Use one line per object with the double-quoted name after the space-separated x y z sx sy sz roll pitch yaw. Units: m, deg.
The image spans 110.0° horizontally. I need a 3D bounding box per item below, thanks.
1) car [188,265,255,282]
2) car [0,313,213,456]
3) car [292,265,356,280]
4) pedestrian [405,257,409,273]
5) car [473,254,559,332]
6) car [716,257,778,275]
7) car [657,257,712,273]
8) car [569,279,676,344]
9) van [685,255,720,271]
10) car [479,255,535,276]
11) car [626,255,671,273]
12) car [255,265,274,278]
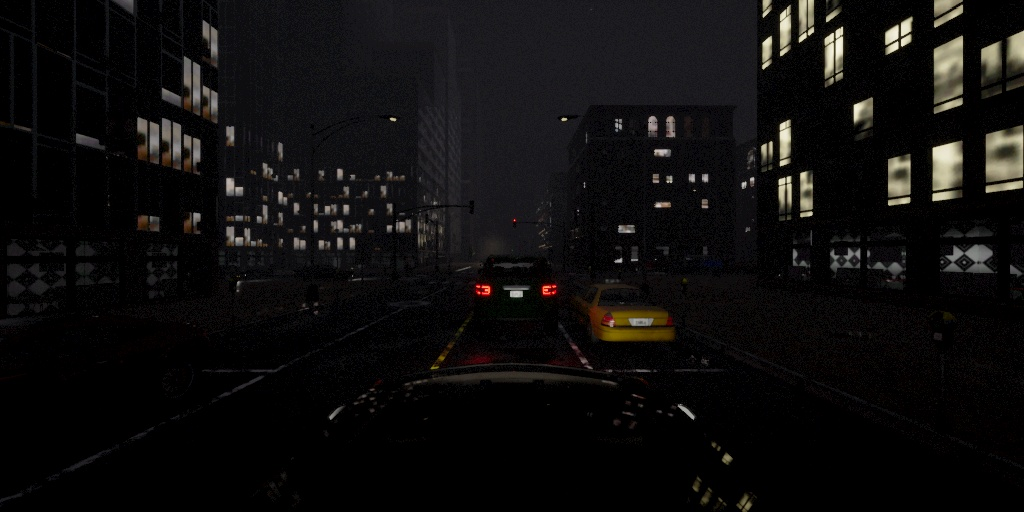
-27.521 1.602 33.694 4.892 1.490 1.837 -1 0 -1 "car"
-5.316 1.332 3.695 1.802 1.307 4.207 0 0 0 "car"
-17.707 1.514 33.824 5.357 1.411 2.033 -1 0 -1 "car"
-12.371 1.020 42.257 0.375 1.860 0.375 0 1 -1 "pedestrian"
0.094 0.971 10.983 2.150 2.045 5.566 0 0 0 "car"
21.071 1.019 31.823 4.507 1.381 1.888 0 0 -1 "car"
17.805 1.068 37.202 4.181 1.385 1.994 -1 0 -1 "car"
2.561 1.275 9.429 1.751 1.417 4.829 0 0 0 "car"
20.959 0.800 39.703 3.998 1.789 1.690 0 0 -1 "van"
-0.540 0.957 36.998 5.566 2.045 2.150 -1 0 -1 "car"
15.304 0.844 39.641 5.009 1.841 2.192 0 0 -1 "car"
-28.422 1.648 39.064 4.403 1.370 2.007 0 0 -1 "car"
